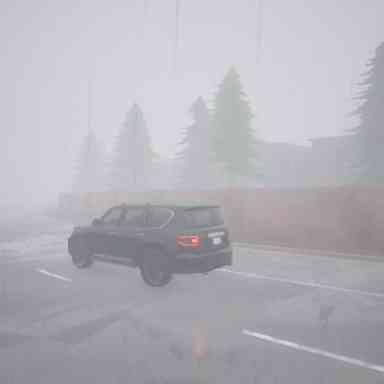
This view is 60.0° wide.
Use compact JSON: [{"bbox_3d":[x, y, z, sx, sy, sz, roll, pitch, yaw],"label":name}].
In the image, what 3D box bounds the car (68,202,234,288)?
[{"bbox_3d":[-1.429,1.315,9.821,5.566,2.045,2.150,-1,0,40],"label":"car"}]
